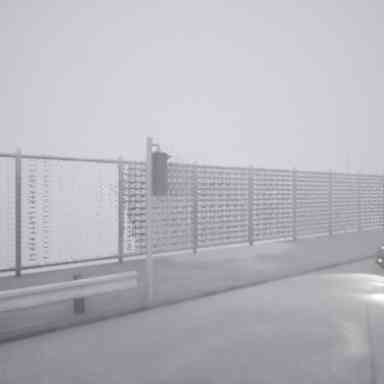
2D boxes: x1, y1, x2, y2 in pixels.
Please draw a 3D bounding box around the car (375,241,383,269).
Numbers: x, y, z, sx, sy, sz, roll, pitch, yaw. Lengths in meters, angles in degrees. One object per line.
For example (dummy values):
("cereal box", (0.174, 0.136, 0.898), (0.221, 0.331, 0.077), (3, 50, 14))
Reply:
("car", (7.213, 1.567, 9.736), (4.181, 1.385, 1.994), (0, 0, -35))
